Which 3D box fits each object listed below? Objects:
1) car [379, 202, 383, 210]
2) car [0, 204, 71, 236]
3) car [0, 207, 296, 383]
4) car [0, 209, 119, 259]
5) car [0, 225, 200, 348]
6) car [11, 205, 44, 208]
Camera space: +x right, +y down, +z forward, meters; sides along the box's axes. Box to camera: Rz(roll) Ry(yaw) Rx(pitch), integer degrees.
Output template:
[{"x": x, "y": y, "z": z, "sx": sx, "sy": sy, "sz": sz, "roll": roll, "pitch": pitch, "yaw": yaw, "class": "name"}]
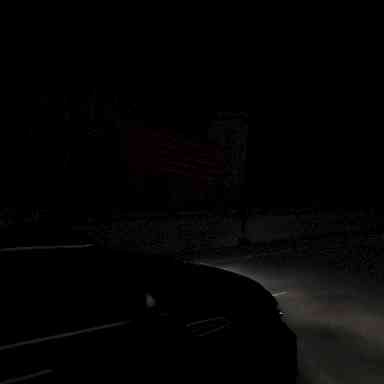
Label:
[{"x": 27.719, "y": 1.811, "z": 45.224, "sx": 5.566, "sy": 2.045, "sz": 2.150, "roll": 4, "pitch": -2, "yaw": -35, "class": "car"}, {"x": -9.587, "y": 1.505, "z": 18.650, "sx": 4.902, "sy": 1.511, "sz": 2.128, "roll": 0, "pitch": 0, "yaw": -36, "class": "car"}, {"x": -1.596, "y": 1.221, "z": 2.608, "sx": 5.566, "sy": 2.045, "sz": 2.150, "roll": 0, "pitch": 0, "yaw": -36, "class": "car"}, {"x": -5.519, "y": 1.517, "z": 12.953, "sx": 4.892, "sy": 1.490, "sz": 1.837, "roll": 0, "pitch": 0, "yaw": -36, "class": "car"}, {"x": -2.609, "y": 1.554, "z": 6.184, "sx": 5.357, "sy": 1.411, "sz": 2.033, "roll": 0, "pitch": 0, "yaw": -36, "class": "car"}, {"x": -7.193, "y": 1.507, "z": 16.059, "sx": 4.902, "sy": 1.511, "sz": 2.128, "roll": 0, "pitch": 0, "yaw": -36, "class": "car"}]
